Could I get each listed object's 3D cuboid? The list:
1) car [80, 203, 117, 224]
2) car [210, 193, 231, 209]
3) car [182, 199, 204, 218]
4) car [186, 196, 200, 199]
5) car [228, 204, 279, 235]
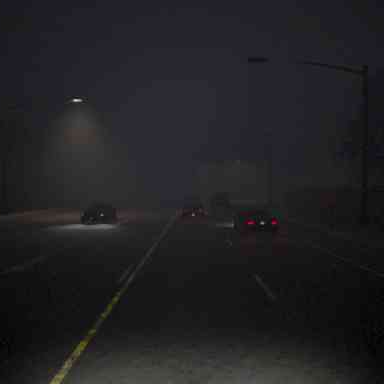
[{"bbox_3d":[-7.081,1.586,25.687,1.812,1.442,4.674,0,0,0],"label":"car"},{"bbox_3d":[3.612,1.085,42.277,2.150,2.045,5.566,0,1,0],"label":"car"},{"bbox_3d":[0.108,1.622,30.450,1.895,1.301,4.718,0,1,0],"label":"car"},{"bbox_3d":[0.119,1.253,48.255,1.882,1.535,5.008,0,1,0],"label":"car"},{"bbox_3d":[3.606,1.635,19.489,2.033,1.411,5.357,0,0,0],"label":"car"}]
